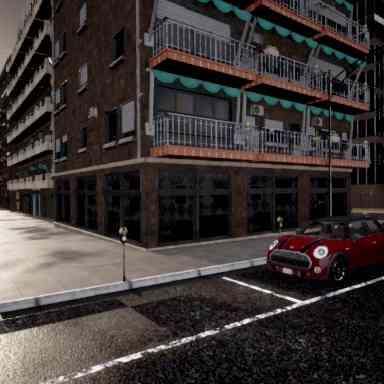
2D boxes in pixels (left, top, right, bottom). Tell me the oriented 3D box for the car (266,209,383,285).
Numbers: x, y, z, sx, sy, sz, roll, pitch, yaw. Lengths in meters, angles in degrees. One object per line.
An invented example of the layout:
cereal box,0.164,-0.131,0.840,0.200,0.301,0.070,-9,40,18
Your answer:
car,3.987,1.438,9.431,4.097,1.590,1.967,0,-1,-36
